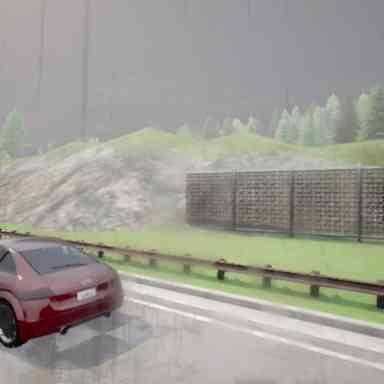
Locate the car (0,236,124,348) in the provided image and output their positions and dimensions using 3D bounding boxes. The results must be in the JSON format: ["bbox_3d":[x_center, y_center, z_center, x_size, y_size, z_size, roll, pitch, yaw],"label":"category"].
[{"bbox_3d":[-3.269,1.553,6.341,4.181,1.385,1.994,0,0,35],"label":"car"}]
